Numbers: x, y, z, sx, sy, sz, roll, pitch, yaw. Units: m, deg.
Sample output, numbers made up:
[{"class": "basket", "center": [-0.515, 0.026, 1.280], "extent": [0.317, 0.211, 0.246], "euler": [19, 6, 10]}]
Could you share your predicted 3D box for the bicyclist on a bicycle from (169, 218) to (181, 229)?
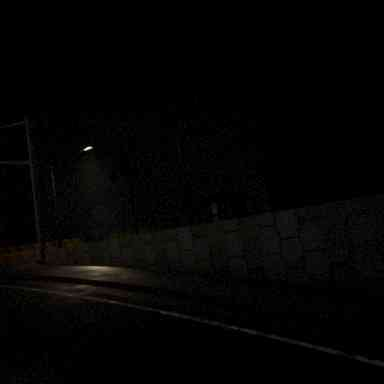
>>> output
[{"class": "bicyclist on a bicycle", "center": [-1.349, 2.914, 27.281], "extent": [1.656, 1.620, 0.582], "euler": [-14, -8, 35]}]
